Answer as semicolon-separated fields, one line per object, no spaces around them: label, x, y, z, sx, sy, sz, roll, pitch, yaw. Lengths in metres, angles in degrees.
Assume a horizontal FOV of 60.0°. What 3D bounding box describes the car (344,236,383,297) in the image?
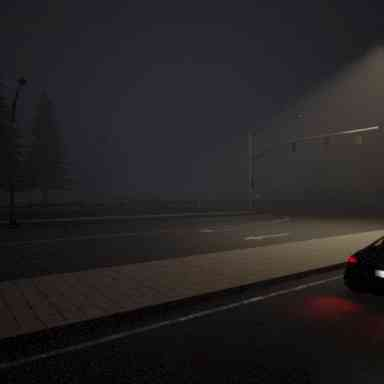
car;5.356;1.564;7.597;4.181;1.385;1.994;0;0;-35
